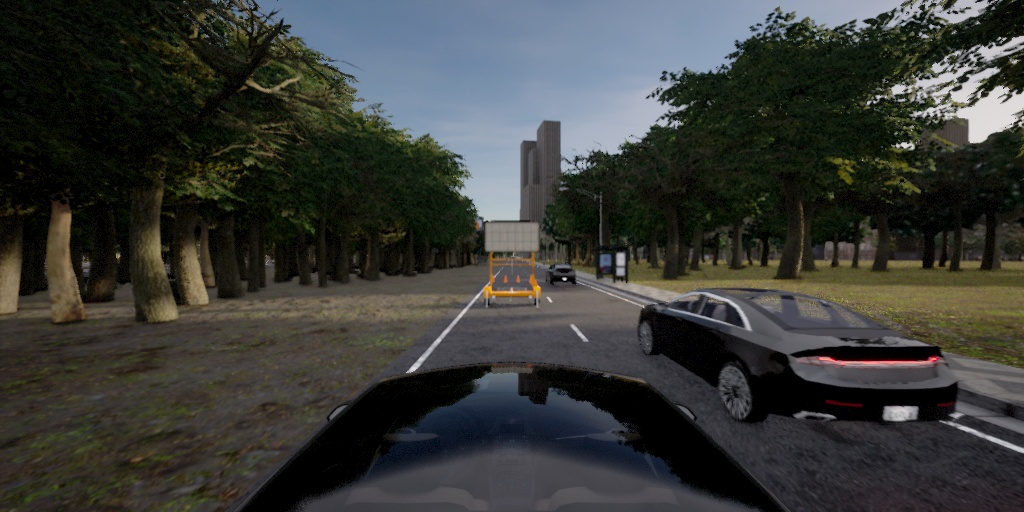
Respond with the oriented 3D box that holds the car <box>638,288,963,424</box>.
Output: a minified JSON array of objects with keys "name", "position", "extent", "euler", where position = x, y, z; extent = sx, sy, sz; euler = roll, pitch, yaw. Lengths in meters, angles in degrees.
[{"name":"car","position":[3.600,1.250,5.747],"extent":[2.128,1.511,4.902],"euler":[0,0,0]}]

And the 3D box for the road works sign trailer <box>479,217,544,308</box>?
[{"name":"road works sign trailer","position":[0.003,0.246,15.457],"extent":[2.380,3.560,2.880],"euler":[0,0,0]}]

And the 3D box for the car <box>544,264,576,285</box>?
[{"name":"car","position":[3.607,1.320,27.020],"extent":[1.837,1.490,4.892],"euler":[0,0,0]}]
